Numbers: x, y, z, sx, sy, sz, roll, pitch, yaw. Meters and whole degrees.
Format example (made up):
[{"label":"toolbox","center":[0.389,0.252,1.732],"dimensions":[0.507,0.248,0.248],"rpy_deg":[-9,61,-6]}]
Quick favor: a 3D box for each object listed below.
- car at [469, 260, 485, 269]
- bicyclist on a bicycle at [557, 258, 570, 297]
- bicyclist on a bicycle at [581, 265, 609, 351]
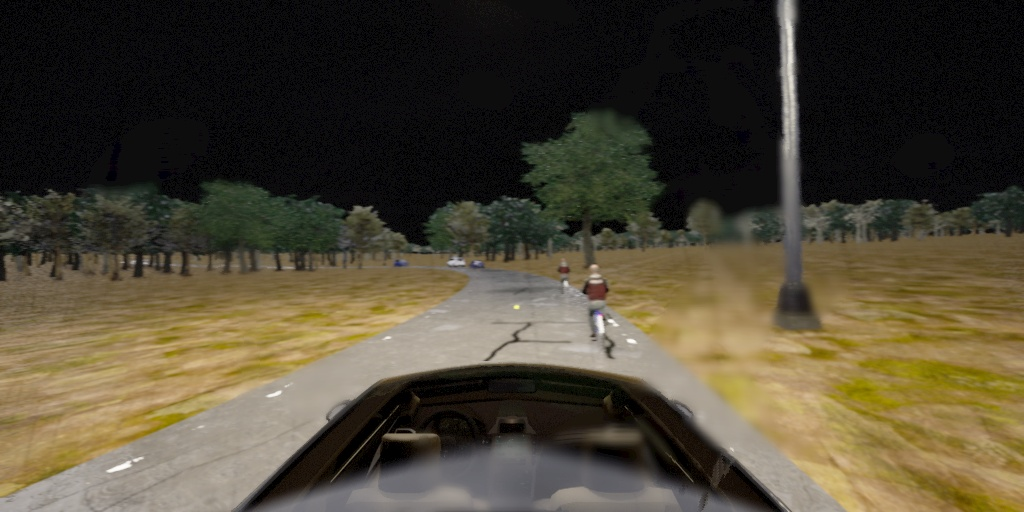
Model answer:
[{"label":"car","center":[-6.159,1.488,62.424],"dimensions":[1.812,1.442,4.674],"rpy_deg":[-2,0,-20]},{"label":"bicyclist on a bicycle","center":[2.468,0.998,17.031],"dimensions":[0.659,1.776,1.843],"rpy_deg":[-2,0,2]},{"label":"bicyclist on a bicycle","center":[1.858,1.044,7.998],"dimensions":[0.659,1.776,1.843],"rpy_deg":[-4,6,6]}]
